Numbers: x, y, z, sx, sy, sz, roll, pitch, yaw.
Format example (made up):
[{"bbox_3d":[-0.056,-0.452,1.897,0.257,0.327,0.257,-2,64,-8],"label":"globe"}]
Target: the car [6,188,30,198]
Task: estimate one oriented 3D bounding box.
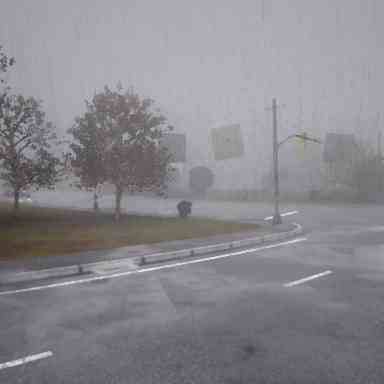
[{"bbox_3d":[-25.847,0.213,49.315,4.674,1.442,1.812,3,4,37],"label":"car"}]
